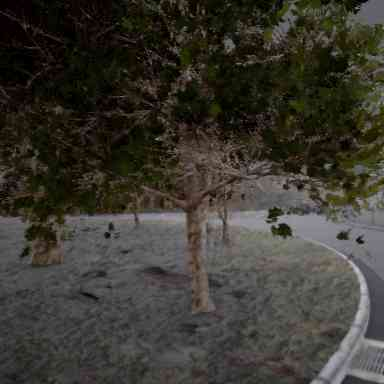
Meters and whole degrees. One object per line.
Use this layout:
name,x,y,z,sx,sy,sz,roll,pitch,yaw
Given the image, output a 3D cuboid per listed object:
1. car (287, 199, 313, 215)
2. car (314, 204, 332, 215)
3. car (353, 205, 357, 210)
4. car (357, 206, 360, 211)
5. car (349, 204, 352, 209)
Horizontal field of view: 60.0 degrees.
car,14.087,1.929,44.021,2.150,2.045,5.566,-1,-2,28
car,17.708,2.318,43.793,1.895,1.301,4.718,-1,-3,29
car,29.421,3.064,62.912,1.837,1.490,4.892,-1,-3,33
car,34.514,3.249,70.879,1.882,1.535,5.008,-1,-3,33
car,25.762,2.859,57.188,2.033,1.411,5.357,-1,-3,33
